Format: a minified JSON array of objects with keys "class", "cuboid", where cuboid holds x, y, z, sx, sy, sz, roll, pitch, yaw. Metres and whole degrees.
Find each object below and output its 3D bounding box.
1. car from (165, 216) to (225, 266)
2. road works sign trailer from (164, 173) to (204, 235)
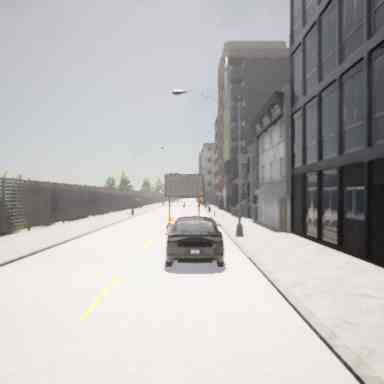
[{"class":"car","cuboid":[0.092,1.623,12.232,1.882,1.535,5.008,0,0,0]},{"class":"road works sign trailer","cuboid":[-0.493,0.697,19.579,2.380,3.560,2.880,0,-1,-16]}]
